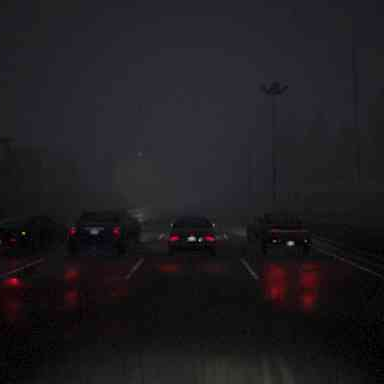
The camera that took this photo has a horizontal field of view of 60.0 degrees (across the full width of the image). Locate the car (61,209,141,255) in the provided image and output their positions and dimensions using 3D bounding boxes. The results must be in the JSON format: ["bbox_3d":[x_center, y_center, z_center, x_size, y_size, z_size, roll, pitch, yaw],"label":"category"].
[{"bbox_3d":[-3.479,1.481,14.037,2.097,1.767,4.553,0,-1,1],"label":"car"}]

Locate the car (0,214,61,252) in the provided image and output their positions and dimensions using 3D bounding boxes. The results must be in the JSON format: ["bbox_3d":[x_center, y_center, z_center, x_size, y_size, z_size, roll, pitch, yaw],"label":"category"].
[{"bbox_3d":[-6.972,1.659,14.362,1.812,1.442,4.674,0,0,1],"label":"car"}]

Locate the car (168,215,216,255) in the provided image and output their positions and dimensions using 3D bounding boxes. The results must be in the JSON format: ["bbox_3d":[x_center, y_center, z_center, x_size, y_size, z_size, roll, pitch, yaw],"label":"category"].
[{"bbox_3d":[0.017,1.677,13.914,2.033,1.411,5.357,0,0,1],"label":"car"}]

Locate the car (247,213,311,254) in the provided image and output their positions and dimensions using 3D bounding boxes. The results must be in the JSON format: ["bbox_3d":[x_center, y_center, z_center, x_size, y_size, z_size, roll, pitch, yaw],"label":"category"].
[{"bbox_3d":[3.525,1.624,14.198,2.128,1.511,4.902,0,0,1],"label":"car"}]
